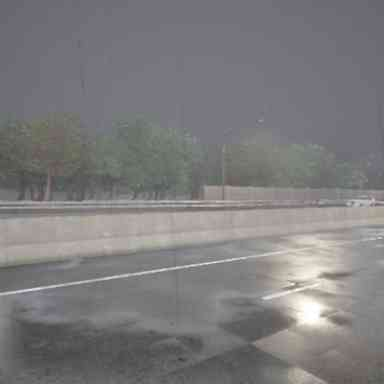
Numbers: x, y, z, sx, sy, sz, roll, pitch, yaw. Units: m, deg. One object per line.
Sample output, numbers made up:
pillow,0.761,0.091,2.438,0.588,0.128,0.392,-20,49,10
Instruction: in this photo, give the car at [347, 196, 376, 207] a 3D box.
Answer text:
car,27.417,1.654,53.655,5.566,2.045,2.150,0,0,-35
